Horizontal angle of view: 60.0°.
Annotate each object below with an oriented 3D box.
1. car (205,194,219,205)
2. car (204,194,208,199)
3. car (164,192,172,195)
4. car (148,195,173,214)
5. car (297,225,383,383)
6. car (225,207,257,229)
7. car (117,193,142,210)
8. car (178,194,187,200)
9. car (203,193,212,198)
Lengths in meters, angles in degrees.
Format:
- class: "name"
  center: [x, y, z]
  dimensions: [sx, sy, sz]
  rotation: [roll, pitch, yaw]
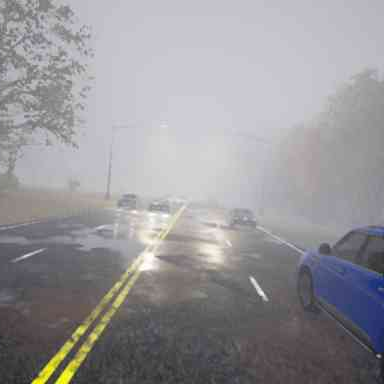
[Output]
- class: "car"
  center: [4.161, 1.746, 64.915]
  dimensions: [1.994, 1.385, 4.181]
  rotation: [6, -1, 1]
- class: "car"
  center: [4.369, 1.763, 75.930]
  dimensions: [1.895, 1.301, 4.718]
  rotation: [6, 1, 1]
- class: "car"
  center: [-5.370, 0.767, 74.594]
  dimensions: [1.994, 1.385, 4.181]
  rotation: [5, 0, 1]
- class: "car"
  center: [-2.959, 1.247, 31.725]
  dimensions: [1.994, 1.385, 4.181]
  rotation: [5, 0, 1]
- class: "car"
  center: [3.472, 1.573, 5.262]
  dimensions: [2.150, 2.045, 5.566]
  rotation: [4, 0, 0]
- class: "car"
  center: [3.652, 1.850, 25.149]
  dimensions: [2.033, 1.411, 5.357]
  rotation: [4, 1, 0]
- class: "car"
  center: [-6.169, 0.891, 33.352]
  dimensions: [1.837, 1.490, 4.892]
  rotation: [5, 0, 1]
- class: "car"
  center: [-2.148, 1.137, 74.090]
  dimensions: [1.895, 1.301, 4.718]
  rotation: [5, 0, 1]
- class: "car"
  center: [4.611, 1.363, 86.944]
  dimensions: [2.150, 2.045, 5.566]
  rotation: [6, -1, 1]
